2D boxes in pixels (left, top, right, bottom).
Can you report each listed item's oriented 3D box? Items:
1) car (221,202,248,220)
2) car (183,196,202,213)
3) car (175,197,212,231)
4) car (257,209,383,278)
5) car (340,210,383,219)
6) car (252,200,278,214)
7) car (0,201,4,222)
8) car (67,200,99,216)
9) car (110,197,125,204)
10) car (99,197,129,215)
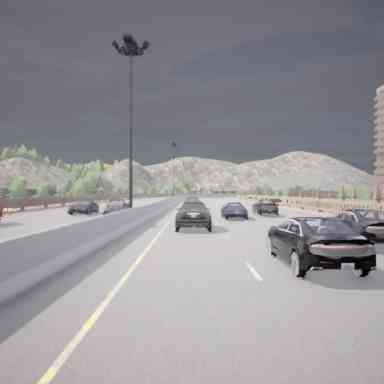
[{"bbox_3d":[3.586,1.564,28.529,1.994,1.385,4.181,0,0,0],"label":"car"},{"bbox_3d":[0.080,1.353,38.525,2.097,1.767,4.553,0,0,0],"label":"car"},{"bbox_3d":[0.090,1.353,20.552,2.097,1.767,4.553,0,0,0],"label":"car"},{"bbox_3d":[3.595,1.491,10.093,2.128,1.511,4.902,0,0,0],"label":"car"},{"bbox_3d":[7.094,1.490,14.219,2.128,1.511,4.902,0,0,0],"label":"car"},{"bbox_3d":[7.084,1.491,32.470,2.128,1.511,4.902,0,0,0],"label":"car"},{"bbox_3d":[-14.109,1.225,20.790,2.150,2.045,5.566,0,0,0],"label":"car"},{"bbox_3d":[-10.612,1.551,33.044,2.033,1.411,5.357,0,0,0],"label":"car"},{"bbox_3d":[-14.047,1.622,62.886,1.895,1.301,4.718,0,0,0],"label":"car"},{"bbox_3d":[-7.110,1.529,31.787,1.812,1.442,4.674,0,0,0],"label":"car"}]
